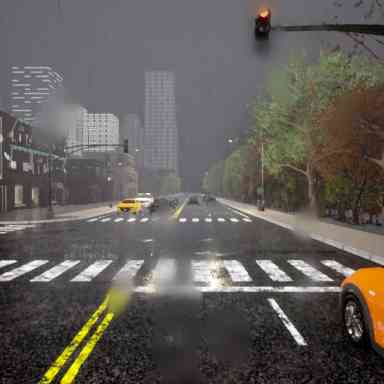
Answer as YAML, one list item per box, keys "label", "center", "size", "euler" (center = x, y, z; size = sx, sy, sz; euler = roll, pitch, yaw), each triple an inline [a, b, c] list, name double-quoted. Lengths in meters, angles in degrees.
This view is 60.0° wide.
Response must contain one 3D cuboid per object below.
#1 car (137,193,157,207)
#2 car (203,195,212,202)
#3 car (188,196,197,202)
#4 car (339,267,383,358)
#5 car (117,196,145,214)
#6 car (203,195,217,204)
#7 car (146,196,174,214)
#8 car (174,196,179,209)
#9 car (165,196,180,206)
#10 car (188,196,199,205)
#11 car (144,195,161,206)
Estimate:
- label: "car"
  center: [-6.483, 1.206, 44.851]
  size: [2.150, 2.045, 5.566]
  euler: [0, 0, 0]
- label: "car"
  center: [3.431, 1.447, 74.900]
  size: [1.882, 1.535, 5.008]
  euler: [0, 0, 0]
- label: "car"
  center: [0.181, 1.565, 74.953]
  size: [1.895, 1.301, 4.718]
  euler: [0, 0, 0]
- label: "car"
  center: [3.360, 1.351, 3.419]
  size: [2.097, 1.767, 4.553]
  euler: [0, 0, 0]
- label: "car"
  center: [-6.510, 1.467, 34.913]
  size: [1.882, 1.535, 5.008]
  euler: [0, 0, 0]
- label: "car"
  center: [3.491, 1.465, 61.300]
  size: [2.128, 1.511, 4.902]
  euler: [0, 0, 0]
- label: "car"
  center: [-3.263, 1.467, 34.925]
  size: [1.882, 1.535, 5.008]
  euler: [0, 0, 0]
- label: "car"
  center: [-3.233, 1.549, 44.935]
  size: [1.994, 1.385, 4.181]
  euler: [0, 0, 0]
- label: "car"
  center: [-3.203, 1.472, 54.964]
  size: [2.128, 1.511, 4.902]
  euler: [0, 0, 0]
- label: "car"
  center: [0.239, 1.526, 59.007]
  size: [2.033, 1.411, 5.357]
  euler: [0, 0, 0]
- label: "car"
  center: [-6.454, 1.332, 54.812]
  size: [2.097, 1.767, 4.553]
  euler: [0, 0, 0]
